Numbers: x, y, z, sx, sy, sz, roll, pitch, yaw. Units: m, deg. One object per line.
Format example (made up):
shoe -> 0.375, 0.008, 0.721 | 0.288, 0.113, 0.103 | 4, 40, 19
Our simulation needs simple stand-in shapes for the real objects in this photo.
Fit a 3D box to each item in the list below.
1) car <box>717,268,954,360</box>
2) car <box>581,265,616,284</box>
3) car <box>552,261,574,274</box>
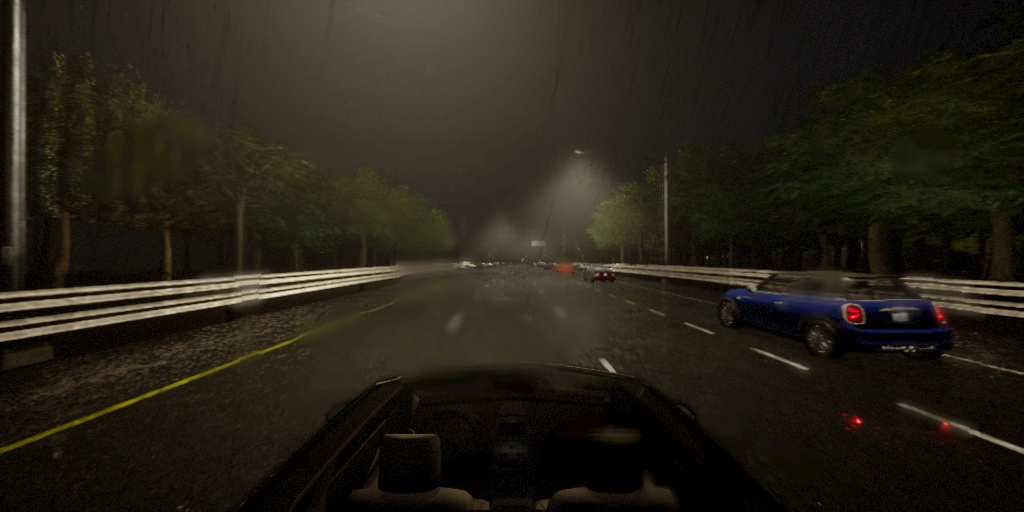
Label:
car -> 7.005, 1.130, 8.579 | 2.097, 1.767, 4.553 | 0, 0, 0
car -> 7.051, 1.478, 29.571 | 2.033, 1.411, 5.357 | 0, -1, 0
car -> 7.135, 1.524, 48.876 | 2.097, 1.767, 4.553 | 0, -1, 0
